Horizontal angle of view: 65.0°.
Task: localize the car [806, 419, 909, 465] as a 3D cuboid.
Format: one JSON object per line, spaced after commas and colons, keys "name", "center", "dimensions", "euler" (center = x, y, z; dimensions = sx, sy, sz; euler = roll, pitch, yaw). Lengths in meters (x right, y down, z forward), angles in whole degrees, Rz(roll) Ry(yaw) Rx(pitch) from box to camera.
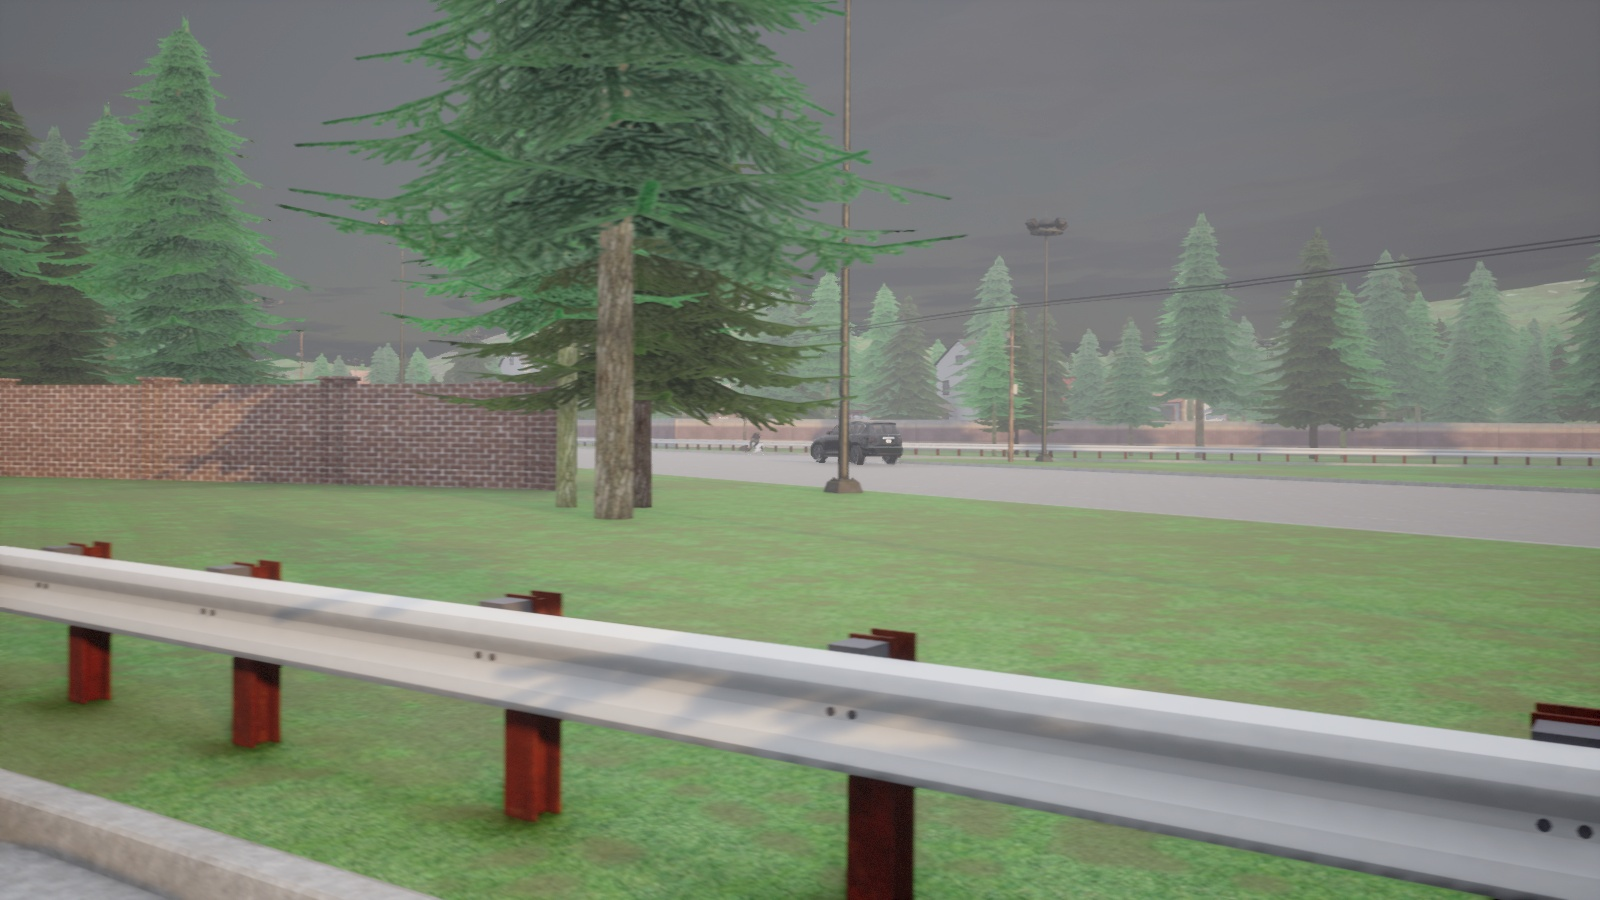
{"name": "car", "center": [2.685, -0.399, 59.851], "dimensions": [2.150, 2.045, 5.566], "euler": [-1, 1, -31]}
